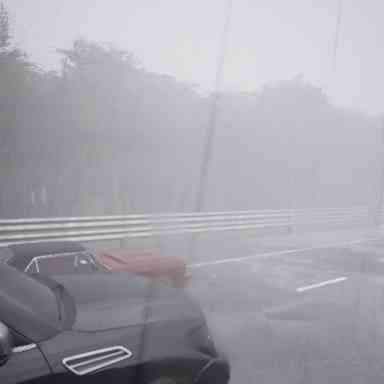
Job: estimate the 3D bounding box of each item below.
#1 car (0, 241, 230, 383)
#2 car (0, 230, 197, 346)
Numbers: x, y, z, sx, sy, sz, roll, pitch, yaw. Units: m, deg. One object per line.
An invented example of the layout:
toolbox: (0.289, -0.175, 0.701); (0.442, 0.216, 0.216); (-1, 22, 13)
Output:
car: (-2.312, 1.209, 2.091); (5.566, 2.045, 2.150); (1, 0, -36)
car: (-2.372, 1.616, 6.357); (4.718, 1.301, 1.895); (0, 0, -35)
